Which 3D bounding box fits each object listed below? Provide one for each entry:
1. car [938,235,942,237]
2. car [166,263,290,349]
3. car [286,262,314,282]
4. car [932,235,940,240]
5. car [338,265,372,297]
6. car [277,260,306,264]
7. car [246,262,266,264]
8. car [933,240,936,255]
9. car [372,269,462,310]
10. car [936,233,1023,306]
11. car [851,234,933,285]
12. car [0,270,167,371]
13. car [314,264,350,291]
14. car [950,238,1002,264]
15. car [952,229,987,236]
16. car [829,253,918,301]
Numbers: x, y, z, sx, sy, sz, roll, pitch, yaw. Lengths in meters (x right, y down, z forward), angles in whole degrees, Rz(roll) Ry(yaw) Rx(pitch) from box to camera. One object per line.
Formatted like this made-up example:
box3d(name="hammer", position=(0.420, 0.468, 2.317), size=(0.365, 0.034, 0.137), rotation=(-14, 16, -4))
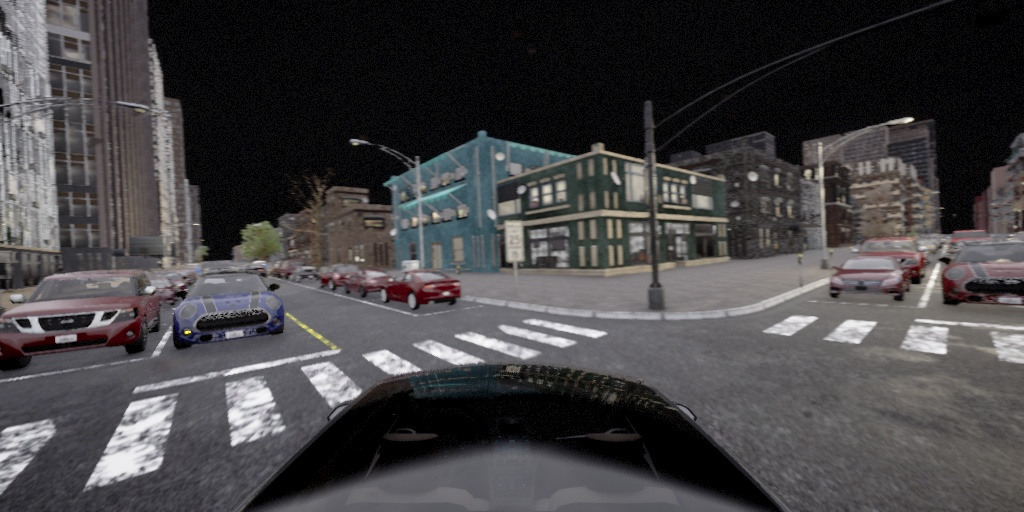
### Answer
box3d(name="car", position=(46.555, -1.325, 40.127), size=(4.403, 1.370, 2.007), rotation=(0, 0, -39))
box3d(name="car", position=(-7.765, 1.224, 9.925), size=(2.097, 1.767, 4.553), rotation=(-3, 1, -39))
box3d(name="car", position=(-17.928, 1.498, 31.178), size=(2.007, 1.370, 4.403), rotation=(0, 0, -40))
box3d(name="car", position=(37.822, -0.866, 33.018), size=(4.829, 1.417, 1.751), rotation=(0, 0, -39))
box3d(name="car", position=(-7.251, 1.312, 18.416), size=(1.802, 1.307, 4.207), rotation=(0, 0, -40))
box3d(name="car", position=(-21.487, 1.332, 35.431), size=(2.192, 1.841, 5.009), rotation=(0, 0, -40))
box3d(name="car", position=(-27.999, 1.710, 39.133), size=(1.837, 1.490, 4.892), rotation=(-3, 1, -40))
box3d(name="car", position=(25.052, -0.115, 22.621), size=(4.403, 1.370, 2.007), rotation=(0, 0, -39))
box3d(name="car", position=(-3.692, 1.201, 14.164), size=(1.888, 1.381, 4.507), rotation=(0, 0, -40))
box3d(name="car", position=(13.504, 0.363, 9.910), size=(4.553, 1.767, 2.097), rotation=(-3, 1, -39))
box3d(name="car", position=(16.450, 0.134, 15.619), size=(5.009, 1.841, 2.192), rotation=(0, 0, -39))
box3d(name="car", position=(-10.112, 1.293, 8.787), size=(2.192, 1.841, 5.009), rotation=(0, 0, -40))
box3d(name="car", position=(-10.811, 1.243, 22.671), size=(1.967, 1.591, 4.097), rotation=(0, 0, -40))
box3d(name="car", position=(29.011, -0.336, 22.516), size=(4.674, 1.442, 1.812), rotation=(-3, 1, -39))
box3d(name="car", position=(37.231, -1.103, 29.162), size=(5.566, 2.045, 2.150), rotation=(-3, 1, -39))
box3d(name="car", position=(12.149, 0.643, 12.117), size=(4.207, 1.307, 1.802), rotation=(0, 0, -39))
